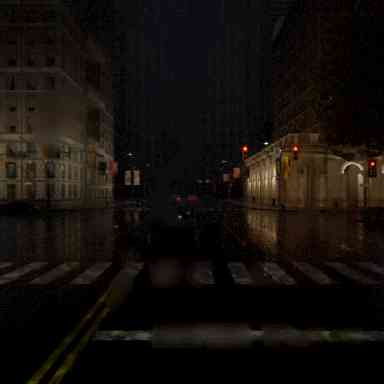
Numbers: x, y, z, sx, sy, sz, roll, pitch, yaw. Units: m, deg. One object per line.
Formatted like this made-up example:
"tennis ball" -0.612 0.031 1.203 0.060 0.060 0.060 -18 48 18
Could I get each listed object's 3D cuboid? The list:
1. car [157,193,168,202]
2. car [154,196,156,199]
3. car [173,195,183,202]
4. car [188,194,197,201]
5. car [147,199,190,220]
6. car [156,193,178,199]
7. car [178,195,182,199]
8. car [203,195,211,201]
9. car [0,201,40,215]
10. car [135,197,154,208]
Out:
"car" -6.883 1.224 78.642 2.150 2.045 5.566 0 0 1
"car" -6.993 1.547 68.116 2.033 1.411 5.357 0 0 1
"car" -3.374 1.538 79.560 2.033 1.411 5.357 0 0 1
"car" 0.117 1.279 78.577 2.097 1.767 4.553 0 0 1
"car" -1.928 1.547 28.176 2.033 1.411 5.357 0 0 -22
"car" -3.640 1.221 49.997 2.150 2.045 5.566 0 0 0
"car" -3.484 1.350 68.750 2.097 1.767 4.553 0 0 1
"car" 3.617 1.464 78.575 2.033 1.411 5.357 0 0 1
"car" -17.524 1.564 33.278 4.181 1.385 1.994 0 0 -10
"car" -7.136 1.505 48.665 1.837 1.490 4.892 0 0 0
